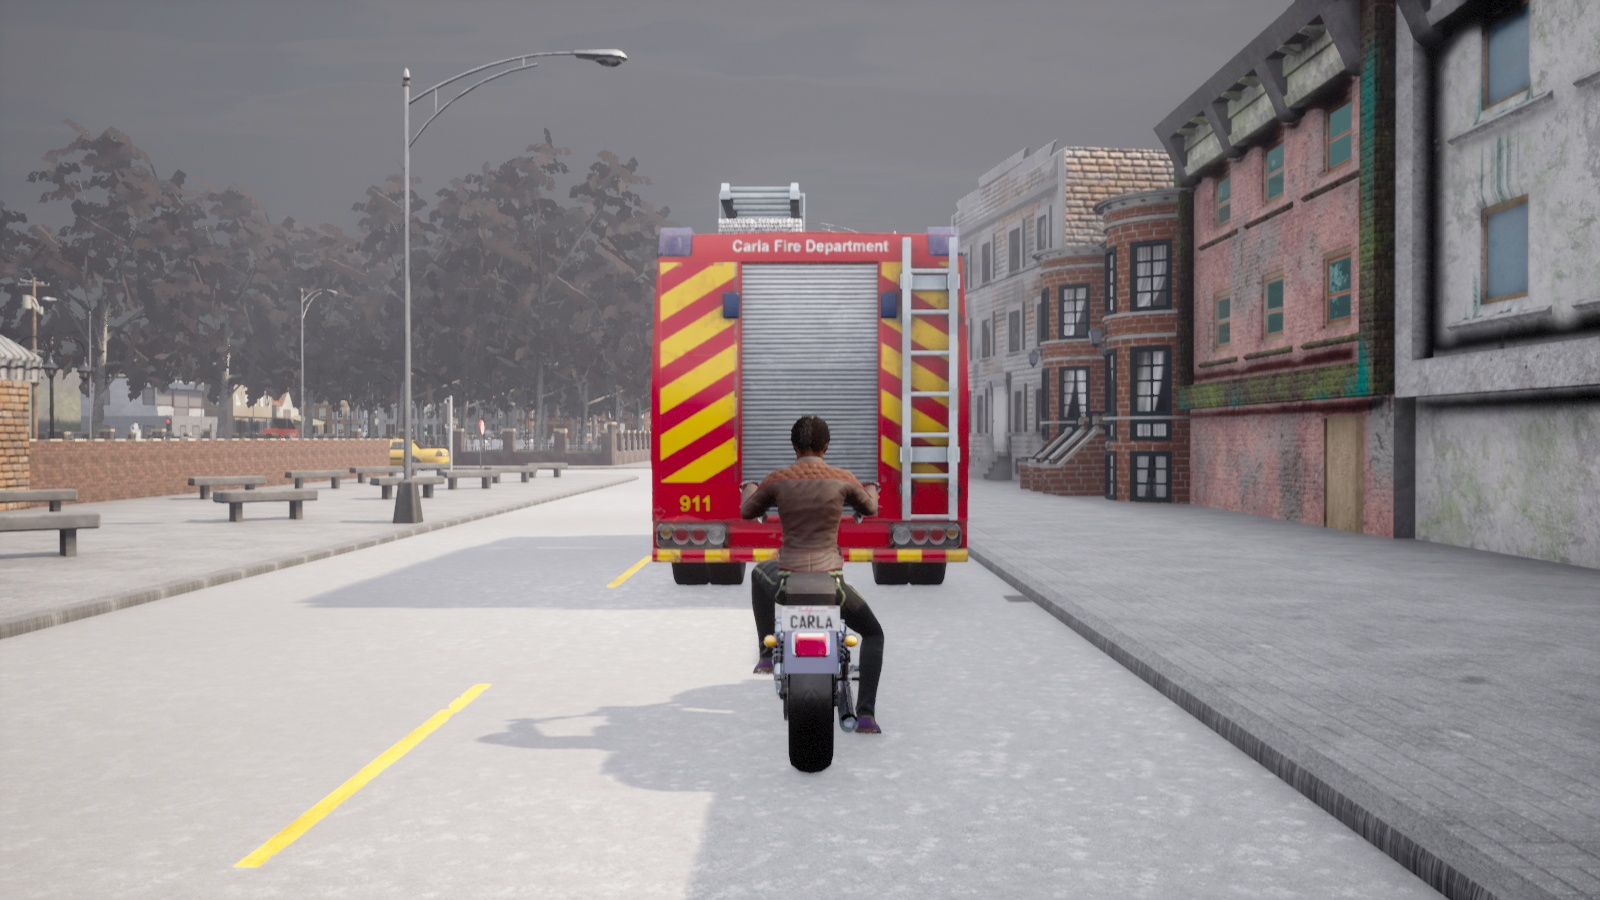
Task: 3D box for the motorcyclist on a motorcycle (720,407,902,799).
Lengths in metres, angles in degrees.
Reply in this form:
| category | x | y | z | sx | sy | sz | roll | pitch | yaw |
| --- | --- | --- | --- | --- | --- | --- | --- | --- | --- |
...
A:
| category | x | y | z | sx | sy | sz | roll | pitch | yaw |
| --- | --- | --- | --- | --- | --- | --- | --- | --- | --- |
| motorcyclist on a motorcycle | 0.052 | 0.639 | 6.458 | 0.766 | 1.649 | 2.350 | 0 | 0 | 0 |

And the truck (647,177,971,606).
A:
| category | x | y | z | sx | sy | sz | roll | pitch | yaw |
| --- | --- | --- | --- | --- | --- | --- | --- | --- | --- |
| truck | 0.104 | -0.556 | 15.453 | 2.891 | 3.827 | 8.468 | 0 | 1 | 0 |

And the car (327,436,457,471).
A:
| category | x | y | z | sx | sy | sz | roll | pitch | yaw |
| --- | --- | --- | --- | --- | --- | --- | --- | --- | --- |
| car | -18.580 | 0.160 | 57.318 | 5.366 | 1.575 | 1.801 | 0 | 1 | -2 |
